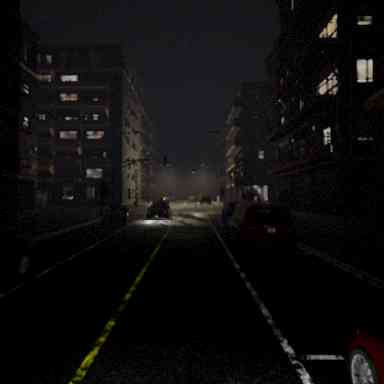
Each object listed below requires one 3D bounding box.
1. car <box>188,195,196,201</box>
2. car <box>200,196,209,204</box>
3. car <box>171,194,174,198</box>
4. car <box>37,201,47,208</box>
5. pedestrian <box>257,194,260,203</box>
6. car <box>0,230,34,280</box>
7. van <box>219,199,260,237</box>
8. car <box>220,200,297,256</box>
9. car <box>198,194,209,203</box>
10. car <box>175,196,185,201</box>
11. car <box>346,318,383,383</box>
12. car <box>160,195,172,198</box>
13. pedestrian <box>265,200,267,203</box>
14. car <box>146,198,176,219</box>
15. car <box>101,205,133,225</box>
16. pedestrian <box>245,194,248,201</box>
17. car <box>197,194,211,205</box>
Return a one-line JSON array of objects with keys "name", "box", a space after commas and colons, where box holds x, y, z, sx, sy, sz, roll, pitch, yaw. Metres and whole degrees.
[{"name": "car", "box": [-0.050, 1.540, 89.801, 1.882, 1.535, 5.008, 0, 0, 0]}, {"name": "car", "box": [2.542, 1.586, 68.029, 1.752, 1.417, 4.829, 1, 0, 0]}, {"name": "car", "box": [-5.338, 1.626, 67.810, 1.947, 1.339, 4.313, 1, 0, 0]}, {"name": "car", "box": [-24.473, 1.718, 49.973, 4.829, 1.417, 1.752, 0, -1, 0]}, {"name": "pedestrian", "box": [6.990, 1.124, 35.329, 0.375, 1.860, 0.375, 1, -1, 0]}, {"name": "car", "box": [-5.303, 1.544, 7.575, 1.887, 1.381, 4.507, 1, 0, 0]}, {"name": "van", "box": [2.541, 1.346, 18.588, 1.690, 1.788, 3.998, 1, 0, 0]}, {"name": "car", "box": [2.545, 1.316, 13.056, 2.192, 1.841, 5.009, 1, 0, 0]}, {"name": "car", "box": [2.542, 1.385, 73.424, 2.192, 1.841, 5.009, 1, 0, 0]}, {"name": "car", "box": [-2.801, 1.677, 90.027, 1.994, 1.385, 4.181, 0, 0, 0]}, {"name": "car", "box": [2.546, 1.581, 1.993, 1.802, 1.307, 4.206, 1, 0, 0]}, {"name": "car", "box": [-5.335, 1.618, 62.249, 1.947, 1.339, 4.313, 1, 0, 0]}, {"name": "pedestrian", "box": [7.990, 1.425, 35.923, 0.500, 1.100, 0.500, 1, -1, 0]}, {"name": "car", "box": [-2.813, 1.563, 29.236, 2.033, 1.411, 5.357, 0, 0, 1]}, {"name": "car", "box": [-5.314, 1.593, 24.169, 1.802, 1.307, 4.206, 1, 0, 0]}, {"name": "pedestrian", "box": [5.989, 1.154, 36.528, 0.375, 1.860, 0.375, 1, -1, 0]}, {"name": "car", "box": [2.549, 1.368, 62.300, 2.192, 1.841, 5.009, 1, 0, 0]}]
